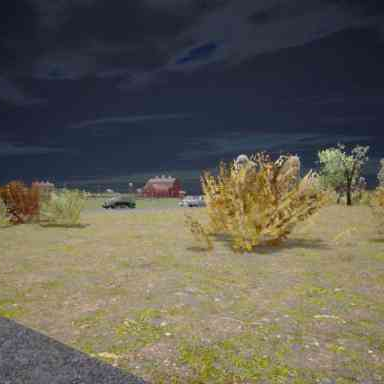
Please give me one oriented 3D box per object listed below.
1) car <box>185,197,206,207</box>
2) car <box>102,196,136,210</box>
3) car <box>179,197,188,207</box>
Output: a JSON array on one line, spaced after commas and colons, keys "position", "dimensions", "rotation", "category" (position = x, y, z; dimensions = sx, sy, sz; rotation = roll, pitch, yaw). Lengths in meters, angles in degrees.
[{"position": [1.316, 2.119, 61.541], "dimensions": [1.994, 1.385, 4.181], "rotation": [-1, -1, 36], "category": "car"}, {"position": [-11.041, 1.661, 50.666], "dimensions": [2.150, 2.045, 5.566], "rotation": [-1, -1, 36], "category": "car"}, {"position": [-0.178, 1.968, 65.515], "dimensions": [2.150, 2.045, 5.566], "rotation": [-1, -1, 36], "category": "car"}]
